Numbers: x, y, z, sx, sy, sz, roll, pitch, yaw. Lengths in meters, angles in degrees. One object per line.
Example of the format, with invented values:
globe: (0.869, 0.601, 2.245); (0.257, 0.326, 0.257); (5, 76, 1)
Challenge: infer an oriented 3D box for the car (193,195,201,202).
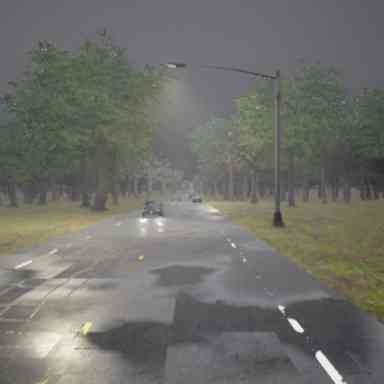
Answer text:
car: (1.067, 1.508, 76.428); (1.801, 1.575, 5.366); (0, 0, 0)

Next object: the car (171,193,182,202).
car: (-3.484, 1.179, 73.933); (2.150, 2.045, 5.566); (0, 0, 0)

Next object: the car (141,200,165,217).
car: (-3.589, 1.553, 31.557); (1.837, 1.490, 4.892); (0, 0, 0)

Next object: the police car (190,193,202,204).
police car: (1.065, 1.487, 66.347); (1.930, 1.638, 5.238); (0, 0, 0)
